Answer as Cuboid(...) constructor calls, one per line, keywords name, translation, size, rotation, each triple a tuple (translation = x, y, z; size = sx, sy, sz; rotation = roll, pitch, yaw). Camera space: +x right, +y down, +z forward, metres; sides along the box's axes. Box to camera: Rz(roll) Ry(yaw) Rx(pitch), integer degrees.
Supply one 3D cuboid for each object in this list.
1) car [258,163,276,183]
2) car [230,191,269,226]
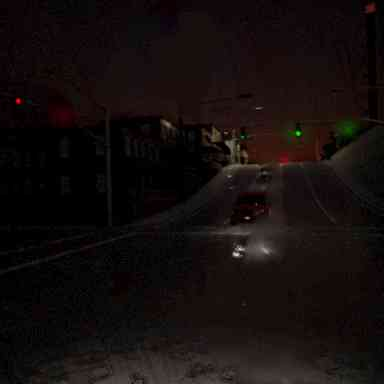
Cuboid(name="car", translation=(10.537, -2.684, 46.452), size=(2.150, 2.045, 5.566), rotation=(-1, 12, 16))
Cuboid(name="car", translation=(4.017, 1.059, 22.628), size=(2.150, 2.045, 5.566), rotation=(-1, 3, 16))
